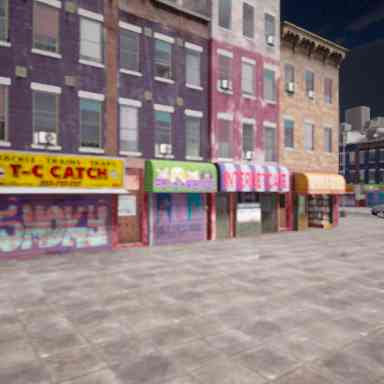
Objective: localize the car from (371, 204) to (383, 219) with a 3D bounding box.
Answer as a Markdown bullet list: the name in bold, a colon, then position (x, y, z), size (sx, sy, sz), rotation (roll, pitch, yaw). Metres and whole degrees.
- **car**: position (17.536, 1.601, 27.605), size (2.128, 1.511, 4.902), rotation (0, 0, -35)
